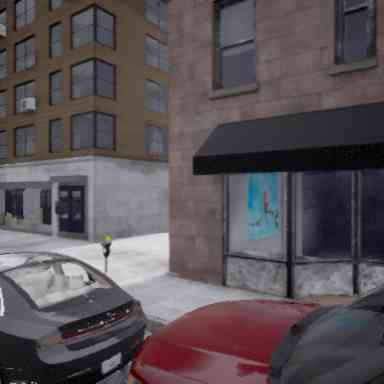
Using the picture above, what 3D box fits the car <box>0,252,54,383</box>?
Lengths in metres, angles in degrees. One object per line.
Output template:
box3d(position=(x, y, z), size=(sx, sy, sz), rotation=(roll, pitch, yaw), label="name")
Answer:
box3d(position=(-2.612, 1.552, 4.751), size=(4.403, 1.369, 2.008), rotation=(0, 0, 36), label="car")

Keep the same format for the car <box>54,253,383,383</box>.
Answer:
box3d(position=(1.791, 1.315, 1.614), size=(5.009, 1.841, 2.192), rotation=(0, 0, 36), label="car")
